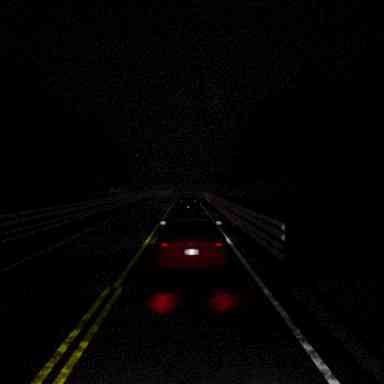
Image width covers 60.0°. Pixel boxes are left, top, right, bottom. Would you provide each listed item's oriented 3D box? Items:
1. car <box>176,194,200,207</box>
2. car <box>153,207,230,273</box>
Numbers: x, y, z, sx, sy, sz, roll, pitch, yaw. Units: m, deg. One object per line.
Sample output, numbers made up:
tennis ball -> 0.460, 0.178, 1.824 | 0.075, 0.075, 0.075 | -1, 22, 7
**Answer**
car -> -0.319, 0.899, 28.097 | 2.128, 1.511, 4.902 | 0, 1, -1
car -> -0.028, 1.352, 9.899 | 1.994, 1.385, 4.181 | 0, 1, -1
